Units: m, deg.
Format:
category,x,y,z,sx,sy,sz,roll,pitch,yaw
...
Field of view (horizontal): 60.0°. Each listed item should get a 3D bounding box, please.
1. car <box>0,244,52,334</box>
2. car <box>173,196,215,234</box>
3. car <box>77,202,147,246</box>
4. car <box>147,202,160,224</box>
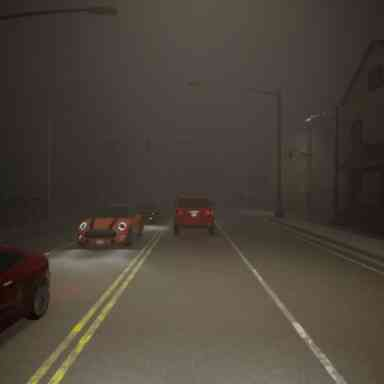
category,x,y,z,sx,sy,sz,roll,pitch,yaw
car,-3.591,1.528,4.658,1.812,1.442,4.674,0,0,0
car,0.105,1.227,19.274,2.150,2.045,5.566,0,0,0
car,-3.562,1.356,15.168,2.097,1.767,4.553,0,0,0
car,-3.495,1.512,25.055,1.837,1.490,4.892,0,0,0
